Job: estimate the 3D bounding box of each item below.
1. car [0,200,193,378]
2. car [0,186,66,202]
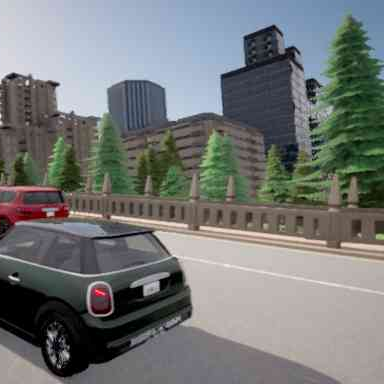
[{"bbox_3d":[-2.258,1.213,5.603,4.553,1.767,2.097,2,1,35],"label":"car"},{"bbox_3d":[-7.251,0.783,13.466,5.566,2.045,2.150,3,1,35],"label":"car"}]
